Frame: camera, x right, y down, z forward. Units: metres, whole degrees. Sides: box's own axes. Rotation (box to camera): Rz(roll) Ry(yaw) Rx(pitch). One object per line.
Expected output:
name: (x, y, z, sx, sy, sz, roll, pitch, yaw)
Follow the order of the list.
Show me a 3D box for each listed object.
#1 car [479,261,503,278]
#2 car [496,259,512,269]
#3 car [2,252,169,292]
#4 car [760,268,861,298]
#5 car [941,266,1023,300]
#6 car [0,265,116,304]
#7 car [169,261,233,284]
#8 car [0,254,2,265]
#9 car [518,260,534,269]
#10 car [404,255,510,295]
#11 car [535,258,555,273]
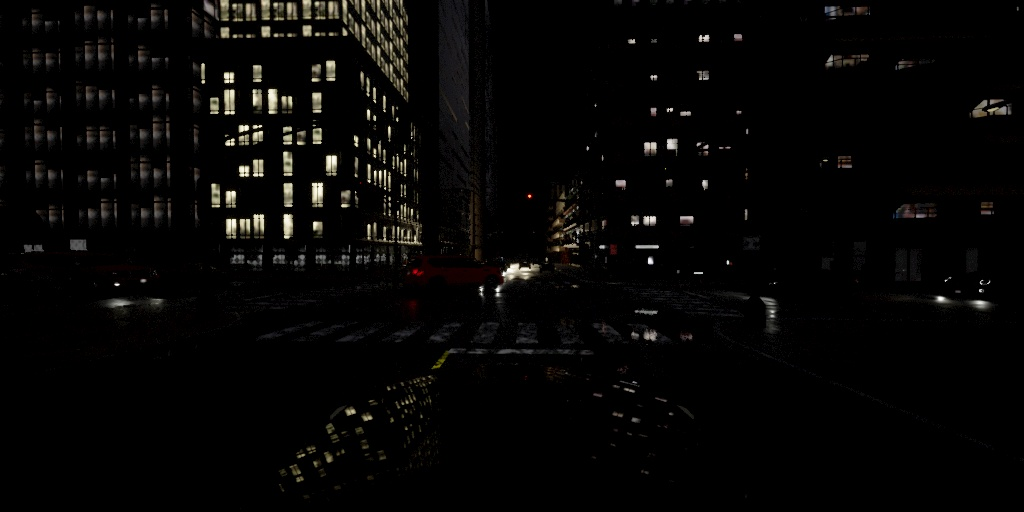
car: (-1.958, 1.246, 34.805, 1.837, 1.490, 4.892, 0, 0, 2)
car: (-1.208, 1.228, 55.790, 2.128, 1.511, 4.902, 0, 0, 2)
car: (-20.662, 0.825, 17.543, 5.566, 2.045, 2.150, 1, 1, 3)
car: (15.530, 1.382, 18.975, 4.674, 1.442, 1.812, 1, 1, 4)
car: (25.374, 1.290, 18.477, 4.553, 1.767, 2.097, 0, 1, 3)
car: (-19.858, 1.205, 14.957, 4.403, 1.370, 2.007, 0, 0, 3)
car: (-20.943, 1.030, 23.334, 4.829, 1.417, 1.751, 0, 0, 3)
car: (-32.875, 0.713, 23.960, 5.009, 1.841, 2.192, 0, 0, 3)
car: (1.997, 1.284, 56.181, 2.033, 1.411, 5.357, 0, 0, 2)
car: (-3.172, 0.968, 20.114, 5.566, 2.045, 2.150, 0, 1, -34)
car: (4.103, 1.290, 42.435, 2.007, 1.370, 4.403, 0, 0, 2)
